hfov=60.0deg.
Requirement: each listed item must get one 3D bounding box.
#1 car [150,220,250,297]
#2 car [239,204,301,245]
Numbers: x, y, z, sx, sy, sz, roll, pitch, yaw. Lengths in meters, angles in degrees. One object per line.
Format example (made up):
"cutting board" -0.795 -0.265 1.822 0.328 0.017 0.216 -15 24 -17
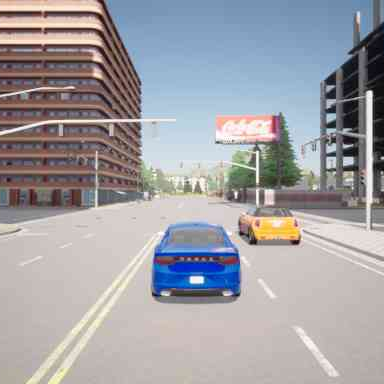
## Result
"car" 0.085 1.478 8.639 1.882 1.535 5.008 0 0 0
"car" 3.473 1.352 15.728 2.097 1.767 4.553 0 0 0
